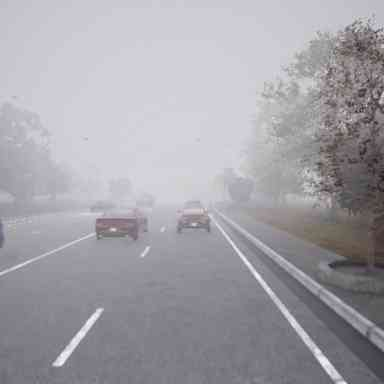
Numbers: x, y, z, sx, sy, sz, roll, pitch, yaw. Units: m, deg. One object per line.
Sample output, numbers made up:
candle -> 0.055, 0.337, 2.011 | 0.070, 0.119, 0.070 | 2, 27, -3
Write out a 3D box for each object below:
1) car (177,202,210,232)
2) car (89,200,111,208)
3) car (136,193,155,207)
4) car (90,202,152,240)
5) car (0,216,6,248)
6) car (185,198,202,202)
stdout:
car -> 0.104, 1.525, 19.804 | 1.812, 1.442, 4.674 | 0, 0, 0
car -> -10.509, 1.599, 39.219 | 1.895, 1.301, 4.718 | 0, 0, 1
car -> -6.760, 1.219, 48.916 | 2.150, 2.045, 5.566 | 0, 0, 2
car -> -3.411, 1.477, 16.884 | 1.882, 1.535, 5.008 | 0, 0, 0
car -> -7.100, 1.221, 8.503 | 2.150, 2.045, 5.566 | 0, 0, 0
car -> 0.206, 1.491, 40.858 | 2.128, 1.511, 4.902 | 0, 0, 1
